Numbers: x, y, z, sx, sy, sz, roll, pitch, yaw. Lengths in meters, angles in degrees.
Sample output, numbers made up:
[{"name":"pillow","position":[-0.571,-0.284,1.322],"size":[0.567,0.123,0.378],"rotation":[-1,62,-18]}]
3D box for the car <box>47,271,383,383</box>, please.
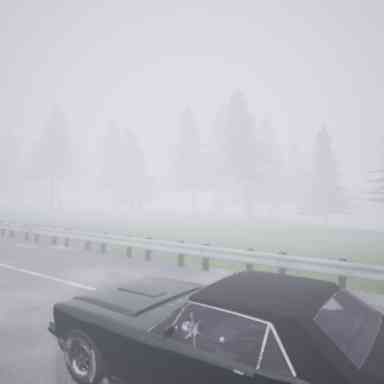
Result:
[{"name":"car","position":[0.475,1.603,3.660],"size":[4.718,1.301,1.895],"rotation":[0,0,36]}]
